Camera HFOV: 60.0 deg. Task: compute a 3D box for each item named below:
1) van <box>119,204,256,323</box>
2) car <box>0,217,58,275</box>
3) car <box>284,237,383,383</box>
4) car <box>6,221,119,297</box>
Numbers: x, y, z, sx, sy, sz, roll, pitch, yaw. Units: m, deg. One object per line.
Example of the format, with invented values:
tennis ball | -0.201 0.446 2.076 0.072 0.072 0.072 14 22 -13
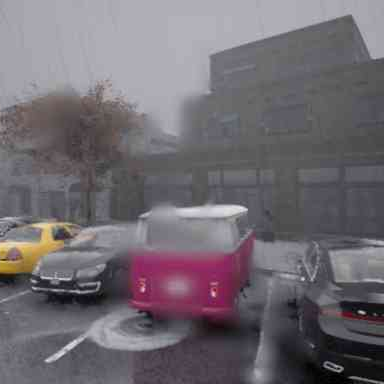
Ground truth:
van | 0.344 1.289 7.339 1.878 1.987 4.442 -1 -1 15
car | -4.410 1.627 10.788 1.946 1.575 5.366 -1 -2 15
car | 2.691 1.486 5.522 2.231 1.521 4.892 -1 -1 15
car | -2.064 1.561 8.922 2.231 1.521 4.892 -1 -1 15
